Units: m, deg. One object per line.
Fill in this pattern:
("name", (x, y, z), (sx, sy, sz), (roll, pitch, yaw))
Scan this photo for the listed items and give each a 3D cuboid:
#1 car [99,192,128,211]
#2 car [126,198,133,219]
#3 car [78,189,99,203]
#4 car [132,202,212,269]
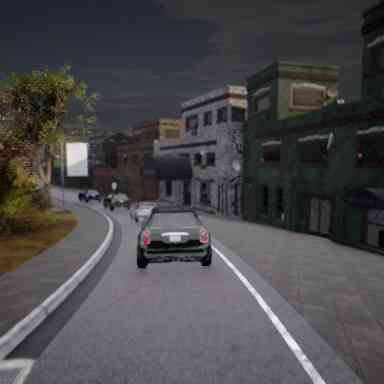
("car", (-7.814, 0.850, 34.321), (2.097, 1.767, 4.553), (-2, 3, -26))
("car", (-3.273, 1.348, 23.378), (1.895, 1.301, 4.718), (-1, 1, -17))
("car", (-13.796, 0.393, 44.487), (2.097, 1.767, 4.553), (-3, 4, -33))
("car", (-0.704, 1.231, 10.992), (2.097, 1.767, 4.553), (-1, 1, -7))
